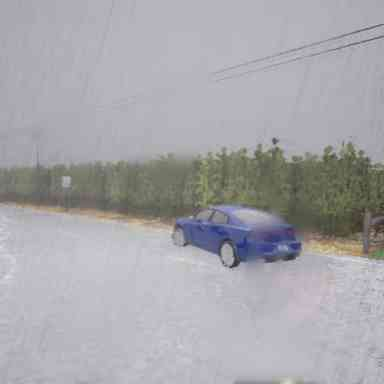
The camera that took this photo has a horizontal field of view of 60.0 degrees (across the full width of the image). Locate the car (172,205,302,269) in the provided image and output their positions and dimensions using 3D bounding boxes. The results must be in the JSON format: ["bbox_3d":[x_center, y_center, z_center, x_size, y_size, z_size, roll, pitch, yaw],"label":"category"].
[{"bbox_3d":[1.101,1.145,10.304,1.882,1.535,5.008,0,2,-27],"label":"car"}]
